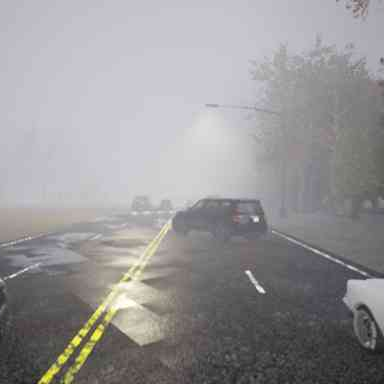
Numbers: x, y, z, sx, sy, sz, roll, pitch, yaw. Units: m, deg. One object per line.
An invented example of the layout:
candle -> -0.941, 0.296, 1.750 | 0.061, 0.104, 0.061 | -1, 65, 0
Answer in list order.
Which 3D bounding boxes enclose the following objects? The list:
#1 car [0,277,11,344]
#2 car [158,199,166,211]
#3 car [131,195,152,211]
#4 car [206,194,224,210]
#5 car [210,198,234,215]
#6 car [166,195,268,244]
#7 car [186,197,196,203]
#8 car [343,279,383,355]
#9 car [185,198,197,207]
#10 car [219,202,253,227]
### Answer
car -> -3.354, 1.504, 2.499 | 2.128, 1.511, 4.902 | 0, 0, 0
car -> -3.478, 1.732, 44.888 | 1.837, 1.490, 4.892 | 0, 0, 0
car -> -6.730, 1.452, 44.872 | 2.150, 2.045, 5.566 | 0, -1, 0
car -> 3.124, 1.425, 47.026 | 2.150, 2.045, 5.566 | 1, -1, 0
car -> 3.151, 1.506, 35.965 | 2.097, 1.767, 4.553 | 0, -1, 0
car -> 1.220, 1.307, 16.671 | 2.150, 2.045, 5.566 | 0, 0, -36
car -> -0.242, 1.903, 79.460 | 2.128, 1.511, 4.902 | 0, 0, 0
car -> 3.257, 1.588, 3.008 | 1.895, 1.301, 4.718 | 1, 1, 0
car -> -0.143, 1.859, 60.805 | 2.033, 1.411, 5.357 | 0, 0, 0
car -> 3.162, 1.612, 24.985 | 1.837, 1.490, 4.892 | -1, 0, 0
